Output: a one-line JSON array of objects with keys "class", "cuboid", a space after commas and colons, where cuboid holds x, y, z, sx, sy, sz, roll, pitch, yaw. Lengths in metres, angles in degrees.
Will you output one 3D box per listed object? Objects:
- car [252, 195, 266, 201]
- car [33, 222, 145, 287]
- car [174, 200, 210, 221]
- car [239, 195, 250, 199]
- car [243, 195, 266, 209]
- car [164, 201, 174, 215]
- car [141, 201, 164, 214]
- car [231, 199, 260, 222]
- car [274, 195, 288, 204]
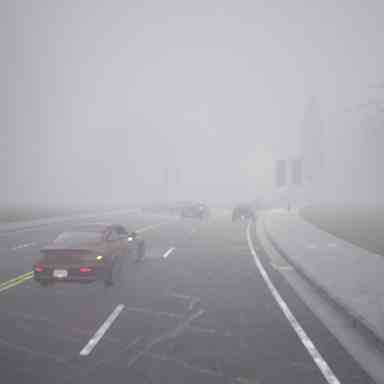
[{"class": "car", "cuboid": [14.997, 1.391, 73.969, 1.895, 1.301, 4.718, -1, 0, 26]}, {"class": "car", "cuboid": [-2.647, 1.588, 9.417, 1.812, 1.442, 4.674, 0, 0, 4]}, {"class": "car", "cuboid": [0.373, 1.623, 28.736, 2.128, 1.511, 4.902, 0, 0, 13]}, {"class": "car", "cuboid": [12.269, 1.344, 75.792, 2.033, 1.411, 5.357, -1, 0, 26]}, {"class": "car", "cuboid": [8.784, 1.598, 45.810, 1.812, 1.442, 4.674, -1, 0, 23]}, {"class": "car", "cuboid": [-1.045, 1.635, 36.820, 1.882, 1.535, 5.008, -1, 0, 17]}, {"class": "car", "cuboid": [-4.002, 1.731, 38.408, 2.033, 1.411, 5.357, 0, 0, 17]}, {"class": "car", "cuboid": [4.356, 1.613, 27.483, 1.837, 1.490, 4.892, 0, 0, 13]}, {"class": "car", "cuboid": [17.235, 1.363, 63.975, 2.097, 1.767, 4.553, -1, 0, 26]}]
